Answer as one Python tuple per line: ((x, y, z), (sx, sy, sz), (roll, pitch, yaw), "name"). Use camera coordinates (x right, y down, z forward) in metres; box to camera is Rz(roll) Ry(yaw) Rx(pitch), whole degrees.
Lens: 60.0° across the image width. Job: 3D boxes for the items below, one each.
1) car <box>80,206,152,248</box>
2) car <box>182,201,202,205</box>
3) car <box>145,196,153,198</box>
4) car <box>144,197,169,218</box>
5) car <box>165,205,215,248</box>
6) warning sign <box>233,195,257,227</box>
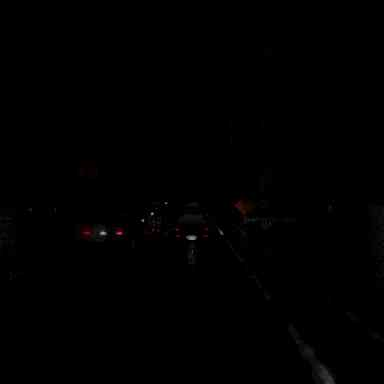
((-3.250, 1.563, 14.650), (2.033, 1.411, 5.357), (0, 0, 0), "car")
((0.000, 1.532, 29.651), (1.812, 1.442, 4.674), (0, 0, 0), "car")
((-9.751, 1.508, 75.882), (1.895, 1.301, 4.718), (0, 0, 0), "car")
((-3.250, 1.516, 29.650), (1.837, 1.490, 4.892), (0, 0, 0), "car")
((0.000, 1.533, 14.650), (1.812, 1.442, 4.674), (0, 0, 0), "car")
((3.228, 1.114, 20.260), (1.300, 1.860, 1.060), (0, 0, 0), "warning sign")
